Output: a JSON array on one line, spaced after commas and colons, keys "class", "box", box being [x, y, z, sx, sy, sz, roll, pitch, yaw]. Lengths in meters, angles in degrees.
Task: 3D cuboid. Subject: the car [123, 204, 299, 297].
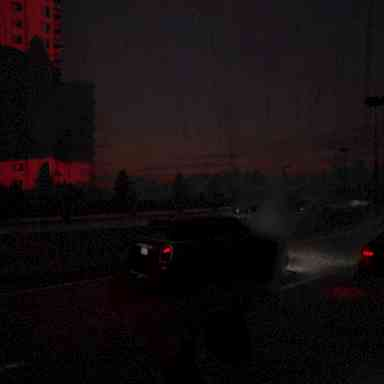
[{"class": "car", "box": [0.561, 1.375, 8.922, 4.553, 1.767, 2.097, 0, 0, -39]}]

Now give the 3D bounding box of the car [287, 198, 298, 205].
[{"class": "car", "box": [21.791, 2.060, 72.288, 1.895, 1.301, 4.718, 0, -1, 11]}]

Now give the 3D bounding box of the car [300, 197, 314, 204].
[{"class": "car", "box": [25.591, 1.832, 74.035, 1.882, 1.535, 5.008, 0, -1, 8]}]

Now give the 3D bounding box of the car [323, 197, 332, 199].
[{"class": "car", "box": [28.455, 1.912, 69.709, 1.837, 1.490, 4.892, 0, -1, 11]}]

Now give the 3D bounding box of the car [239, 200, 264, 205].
[{"class": "car", "box": [5.957, 1.630, 34.971, 2.128, 1.511, 4.902, 0, 0, 36]}]

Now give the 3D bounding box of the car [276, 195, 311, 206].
[{"class": "car", "box": [10.735, 1.363, 35.577, 2.150, 2.045, 5.566, 0, 0, 34]}]

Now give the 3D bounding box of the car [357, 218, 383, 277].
[{"class": "car", "box": [6.510, 1.566, 9.315, 5.357, 1.411, 2.033, 0, 0, -42]}]

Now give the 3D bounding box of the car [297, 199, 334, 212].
[{"class": "car", "box": [11.758, 1.638, 31.065, 1.812, 1.442, 4.674, 0, 0, 36]}]
